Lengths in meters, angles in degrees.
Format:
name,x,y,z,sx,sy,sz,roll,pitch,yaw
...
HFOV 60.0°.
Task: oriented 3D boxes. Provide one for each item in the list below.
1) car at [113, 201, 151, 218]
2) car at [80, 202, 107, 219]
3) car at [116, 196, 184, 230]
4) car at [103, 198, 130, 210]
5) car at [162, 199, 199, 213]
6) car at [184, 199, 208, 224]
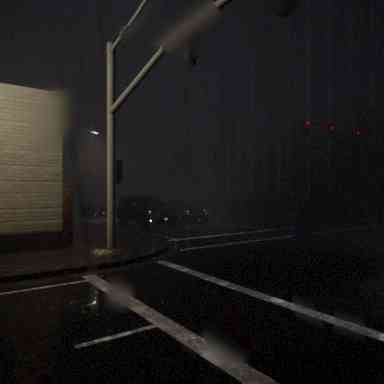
name,x,y,z,sx,sy,sz,roll,pitch,yaw
car,-5.822,1.619,32.036,1.994,1.385,4.181,0,0,-35
car,-8.635,1.619,29.959,1.994,1.385,4.181,0,0,-35
car,-3.165,1.277,22.295,2.150,2.045,5.566,0,0,-36
car,-10.205,1.581,44.445,1.812,1.442,4.674,0,0,-36
car,-1.427,1.560,38.278,1.837,1.490,4.892,0,0,-36
car,-0.799,1.407,25.010,2.097,1.767,4.553,0,0,-36
